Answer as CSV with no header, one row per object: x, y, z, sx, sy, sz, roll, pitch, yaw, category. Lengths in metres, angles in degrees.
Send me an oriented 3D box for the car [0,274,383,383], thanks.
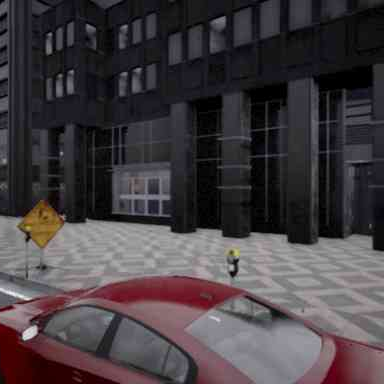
-0.473,1.544,3.312,4.507,1.381,1.887,0,0,36,car

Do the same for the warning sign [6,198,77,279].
-3.875,1.113,8.607,1.060,1.860,1.300,0,0,36,warning sign
